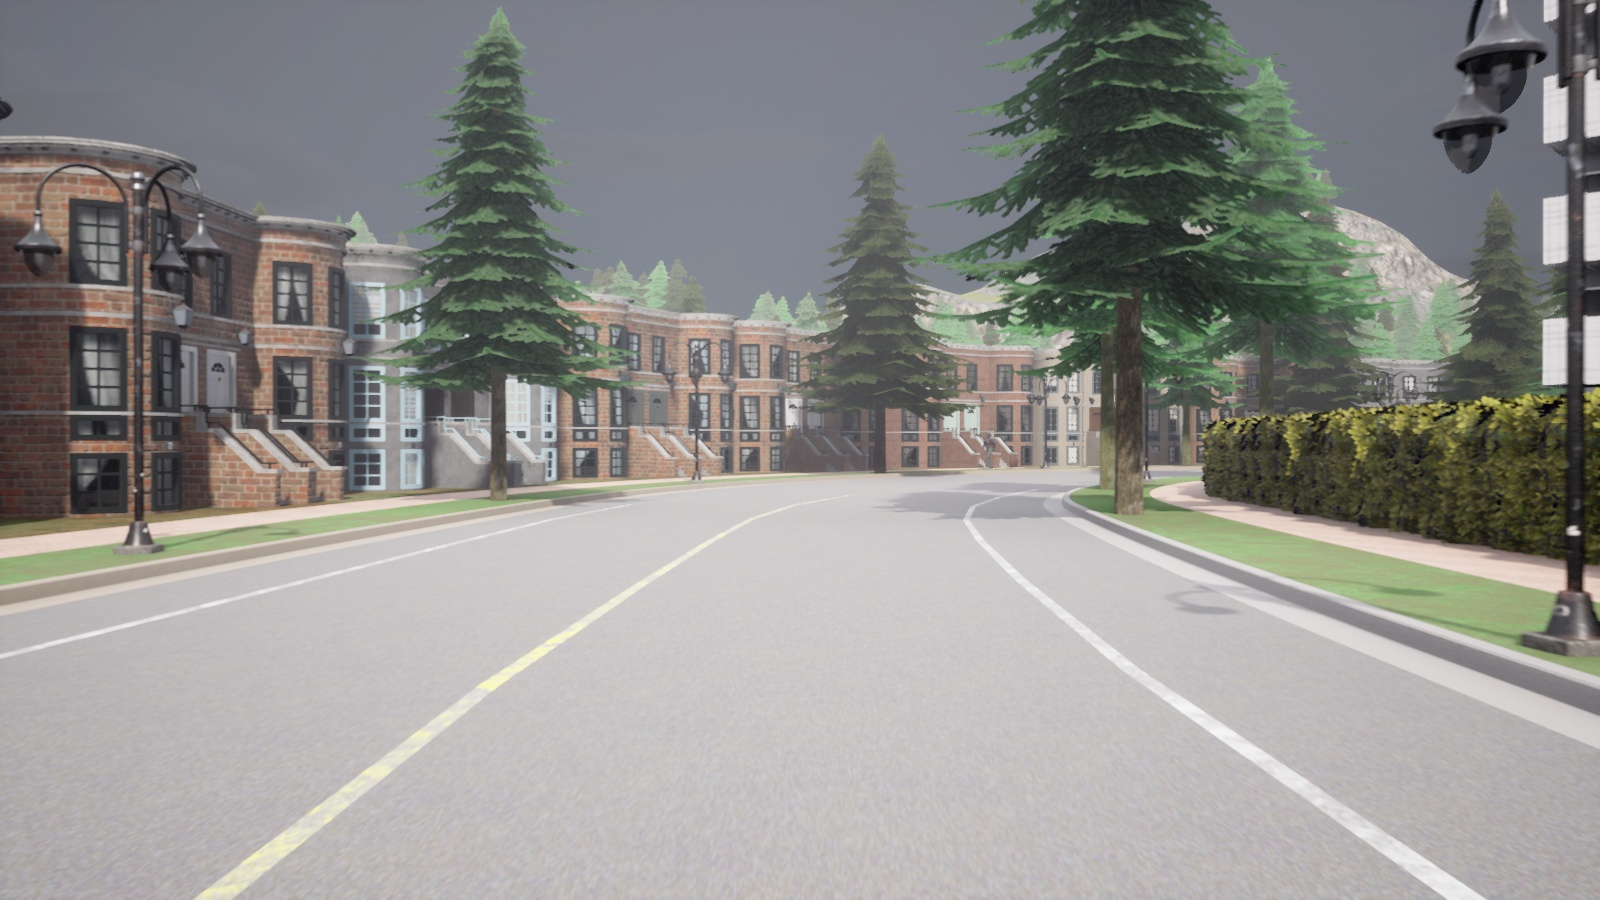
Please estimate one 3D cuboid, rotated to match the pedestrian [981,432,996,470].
[{"bbox_3d":[9.655,0.049,64.370,0.666,1.930,0.402,0,0,-39],"label":"pedestrian"}]
